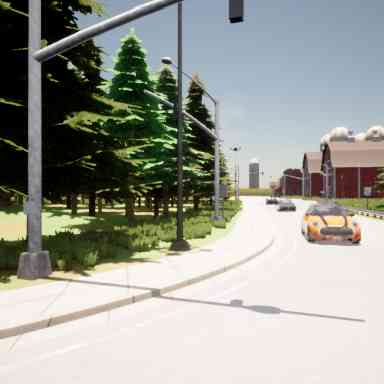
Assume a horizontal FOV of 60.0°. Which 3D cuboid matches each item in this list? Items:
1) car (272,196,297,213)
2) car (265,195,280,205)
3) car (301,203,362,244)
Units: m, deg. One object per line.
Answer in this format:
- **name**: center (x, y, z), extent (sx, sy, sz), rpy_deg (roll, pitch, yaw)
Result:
- **car**: center (10.590, 1.547, 37.544), extent (2.033, 1.411, 5.357), rpy_deg (0, 0, 10)
- **car**: center (13.875, 1.608, 58.242), extent (1.895, 1.301, 4.718), rpy_deg (0, 0, 8)
- **car**: center (6.469, 1.352, 15.865), extent (2.097, 1.767, 4.553), rpy_deg (0, 0, 13)
